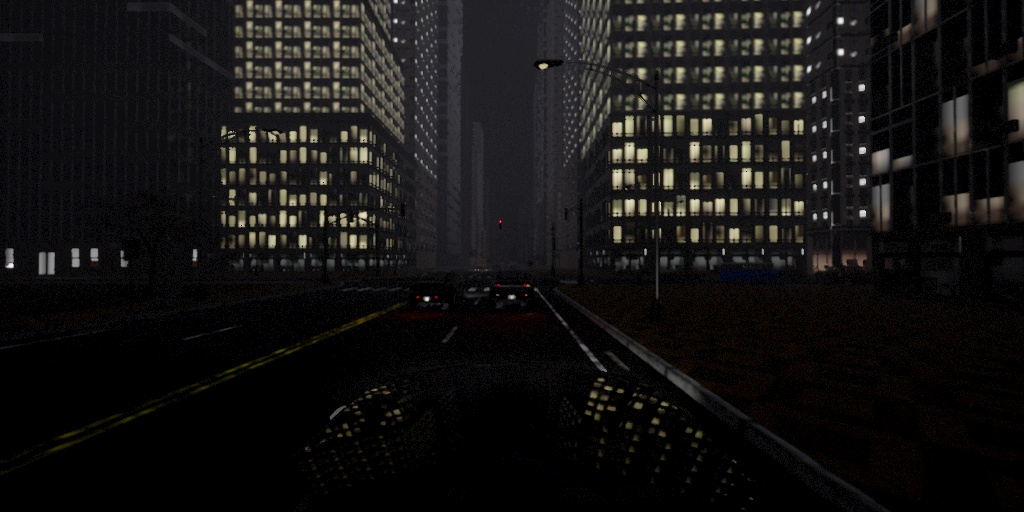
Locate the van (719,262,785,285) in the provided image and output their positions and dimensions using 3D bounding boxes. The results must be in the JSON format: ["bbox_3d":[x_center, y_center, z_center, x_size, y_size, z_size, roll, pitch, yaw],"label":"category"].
[{"bbox_3d":[18.350,1.378,27.830,3.998,1.789,1.690,0,0,2],"label":"van"}]

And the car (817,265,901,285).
[{"bbox_3d":[26.629,1.480,27.644,4.097,1.591,1.967,0,0,2],"label":"car"}]

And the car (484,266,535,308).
[{"bbox_3d":[0.001,1.383,16.154,2.128,1.511,4.902,0,0,0],"label":"car"}]

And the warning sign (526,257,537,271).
[{"bbox_3d":[2.834,1.457,55.984,1.300,1.860,1.060,0,0,0],"label":"warning sign"}]

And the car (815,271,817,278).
[{"bbox_3d":[32.472,1.659,35.320,4.507,1.381,1.888,0,0,2],"label":"car"}]

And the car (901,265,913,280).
[{"bbox_3d":[38.032,1.556,35.121,4.097,1.591,1.967,0,0,2],"label":"car"}]

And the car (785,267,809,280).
[{"bbox_3d":[26.912,1.694,35.519,4.207,1.307,1.802,0,0,2],"label":"car"}]

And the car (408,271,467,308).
[{"bbox_3d":[-3.249,1.398,16.156,1.837,1.490,4.892,0,0,0],"label":"car"}]

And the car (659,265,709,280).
[{"bbox_3d":[17.077,1.636,36.001,4.829,1.417,1.751,0,0,2],"label":"car"}]
